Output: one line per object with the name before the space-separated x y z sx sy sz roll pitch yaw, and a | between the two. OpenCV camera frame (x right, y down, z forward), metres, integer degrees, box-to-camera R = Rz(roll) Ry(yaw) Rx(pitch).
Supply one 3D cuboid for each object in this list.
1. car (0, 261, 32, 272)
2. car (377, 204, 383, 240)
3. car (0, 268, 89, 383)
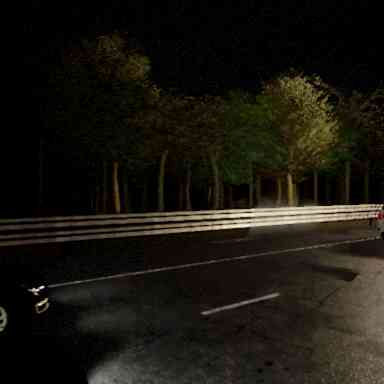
car | -4.667 1.500 4.677 4.892 1.490 1.837 0 0 -36
car | 10.713 1.228 15.141 5.566 2.045 2.150 0 0 -33
car | -2.642 1.561 1.817 4.181 1.385 1.994 0 0 -36
